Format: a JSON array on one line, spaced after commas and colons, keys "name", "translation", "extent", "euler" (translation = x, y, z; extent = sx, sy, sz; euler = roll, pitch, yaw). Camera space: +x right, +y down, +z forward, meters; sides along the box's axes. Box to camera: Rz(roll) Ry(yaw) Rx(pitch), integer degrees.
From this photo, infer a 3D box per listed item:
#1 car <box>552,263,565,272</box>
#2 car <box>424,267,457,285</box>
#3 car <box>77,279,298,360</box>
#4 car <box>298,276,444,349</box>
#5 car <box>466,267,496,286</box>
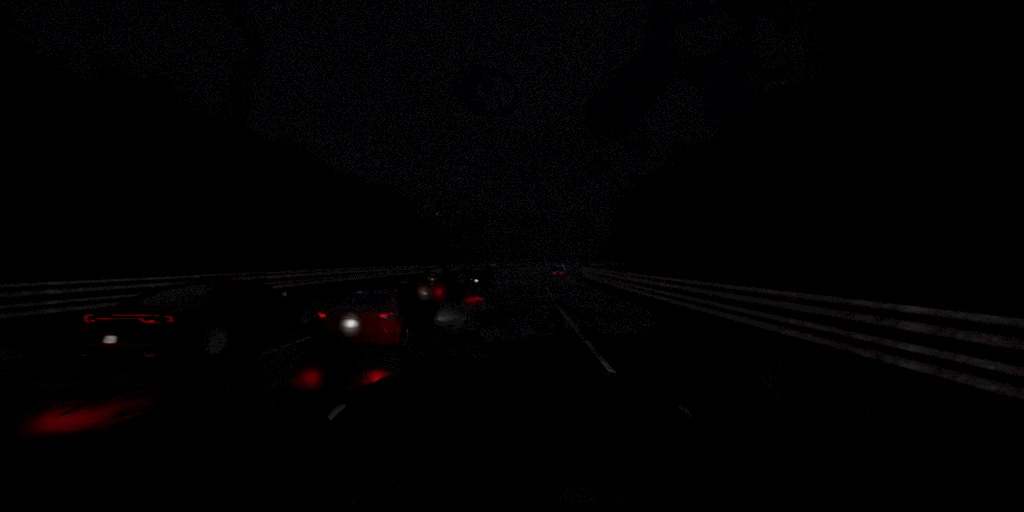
[{"name": "car", "translation": [8.294, 2.182, 64.486], "extent": [1.895, 1.301, 4.718], "euler": [0, -1, 11]}, {"name": "car", "translation": [-5.880, 1.609, 29.516], "extent": [1.812, 1.442, 4.674], "euler": [0, -1, 4]}, {"name": "car", "translation": [-6.806, 1.296, 8.591], "extent": [1.882, 1.535, 5.008], "euler": [0, -1, 1]}, {"name": "car", "translation": [-3.288, 1.398, 9.424], "extent": [1.994, 1.385, 4.181], "euler": [0, -1, 1]}, {"name": "car", "translation": [-2.448, 1.581, 28.566], "extent": [1.837, 1.490, 4.892], "euler": [0, -1, 4]}]
